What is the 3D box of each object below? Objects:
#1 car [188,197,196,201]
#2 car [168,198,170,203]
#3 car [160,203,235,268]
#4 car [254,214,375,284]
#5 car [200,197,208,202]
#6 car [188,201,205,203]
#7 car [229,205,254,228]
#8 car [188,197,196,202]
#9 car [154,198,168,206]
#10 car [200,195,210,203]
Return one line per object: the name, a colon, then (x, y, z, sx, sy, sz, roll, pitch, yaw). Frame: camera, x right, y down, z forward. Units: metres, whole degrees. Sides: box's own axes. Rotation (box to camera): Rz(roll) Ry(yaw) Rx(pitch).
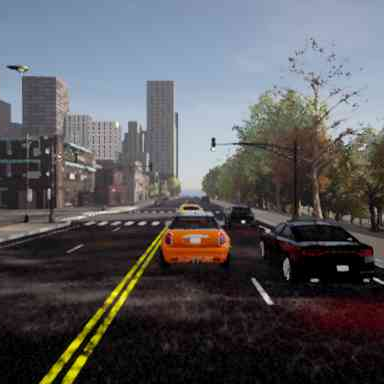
car: (-0.016, 2.182, 81.237, 1.994, 1.385, 4.181, 0, 0, 0)
car: (-6.515, 2.136, 81.679, 1.837, 1.490, 4.892, 0, 0, 0)
car: (0.098, 1.447, 11.738, 2.097, 1.767, 4.553, 0, 0, 0)
car: (3.348, 1.558, 9.863, 1.882, 1.535, 5.008, 0, 0, 0)
car: (3.232, 2.024, 91.243, 1.882, 1.535, 5.008, 0, 0, 0)
car: (-0.208, 1.678, 24.985, 1.882, 1.535, 5.008, 0, 0, -5)
car: (3.346, 1.698, 24.074, 1.837, 1.490, 4.892, 0, -1, 0)
car: (-0.018, 2.086, 91.241, 2.033, 1.411, 5.357, 0, 0, 0)
car: (-6.523, 2.022, 66.203, 2.128, 1.511, 4.902, 0, 0, 0)
car: (3.233, 1.851, 80.855, 2.150, 2.045, 5.566, 0, 0, 0)
